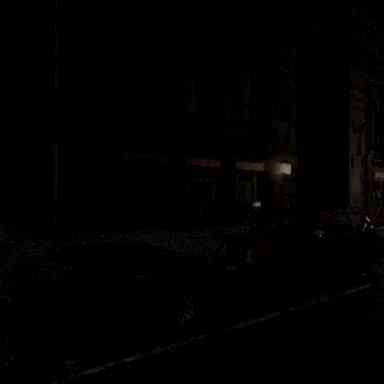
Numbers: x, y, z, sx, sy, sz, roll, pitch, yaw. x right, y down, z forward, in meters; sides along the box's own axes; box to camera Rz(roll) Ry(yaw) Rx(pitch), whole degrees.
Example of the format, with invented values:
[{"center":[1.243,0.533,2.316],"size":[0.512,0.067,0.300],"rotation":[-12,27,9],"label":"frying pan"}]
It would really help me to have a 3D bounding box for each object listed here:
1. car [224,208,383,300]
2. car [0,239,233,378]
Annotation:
[{"center":[2.923,1.376,8.735],"size":[5.009,1.841,2.192],"rotation":[1,0,-36],"label":"car"},{"center":[-1.637,1.581,5.478],"size":[4.313,1.339,1.947],"rotation":[1,0,-36],"label":"car"}]
